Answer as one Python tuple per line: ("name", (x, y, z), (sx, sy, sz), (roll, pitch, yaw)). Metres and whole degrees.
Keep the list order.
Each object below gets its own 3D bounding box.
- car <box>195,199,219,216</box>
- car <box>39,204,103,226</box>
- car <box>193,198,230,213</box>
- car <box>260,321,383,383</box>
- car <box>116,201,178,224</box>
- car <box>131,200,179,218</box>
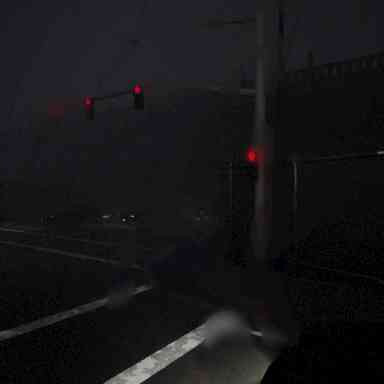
("car", (2.527, 1.603, 33.997), (2.033, 1.411, 5.357), (0, 0, 35))
("car", (-8.708, 1.581, 24.258), (1.812, 1.442, 4.674), (0, 0, 37))
("car", (2.357, 1.547, 39.798), (2.128, 1.511, 4.902), (0, 0, 35))
("car", (3.041, 1.547, 1.799), (5.357, 1.411, 2.033), (0, 0, 36))
("car", (-3.306, 1.603, 25.785), (2.033, 1.411, 5.357), (0, 0, 35))
("car", (-3.421, 1.581, 31.659), (1.812, 1.442, 4.674), (0, 0, 36))
